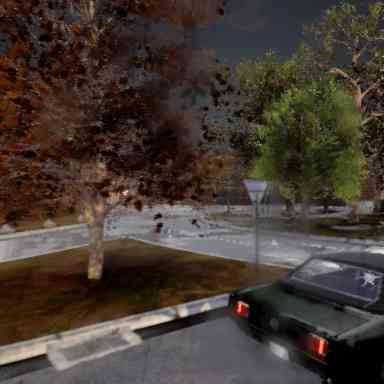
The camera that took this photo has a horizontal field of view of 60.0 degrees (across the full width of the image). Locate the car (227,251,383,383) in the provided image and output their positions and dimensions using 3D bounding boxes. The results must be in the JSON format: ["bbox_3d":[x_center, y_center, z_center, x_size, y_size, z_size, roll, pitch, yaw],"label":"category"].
[{"bbox_3d":[2.955,1.604,5.073,4.718,1.301,1.895,0,0,-30],"label":"car"}]
